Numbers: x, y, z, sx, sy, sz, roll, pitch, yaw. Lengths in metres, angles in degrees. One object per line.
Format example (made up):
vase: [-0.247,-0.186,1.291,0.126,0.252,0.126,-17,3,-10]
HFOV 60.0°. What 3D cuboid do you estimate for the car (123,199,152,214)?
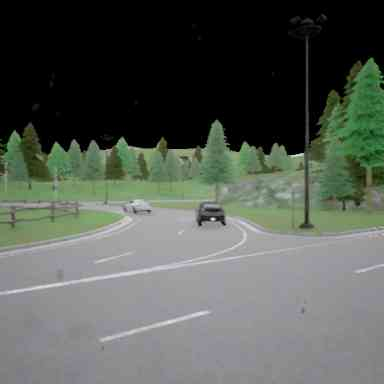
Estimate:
car: [-5.921,1.510,35.976,1.812,1.442,4.674,0,0,-30]

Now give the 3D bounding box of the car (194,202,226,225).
car: [1.255,1.490,23.808,1.837,1.490,4.892,0,0,-2]
